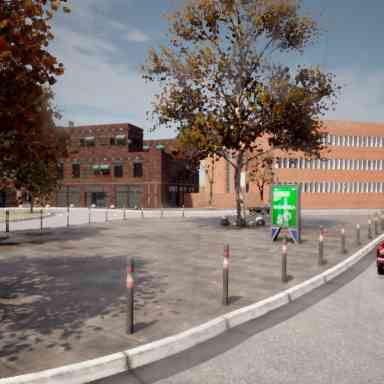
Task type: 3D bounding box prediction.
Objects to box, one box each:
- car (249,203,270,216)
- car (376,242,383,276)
[{"bbox_3d":[8.699,1.853,36.031,4.718,1.301,1.895,0,0,-14],"label":"car"},{"bbox_3d":[6.783,1.625,9.670,1.895,1.301,4.718,0,0,40],"label":"car"}]
